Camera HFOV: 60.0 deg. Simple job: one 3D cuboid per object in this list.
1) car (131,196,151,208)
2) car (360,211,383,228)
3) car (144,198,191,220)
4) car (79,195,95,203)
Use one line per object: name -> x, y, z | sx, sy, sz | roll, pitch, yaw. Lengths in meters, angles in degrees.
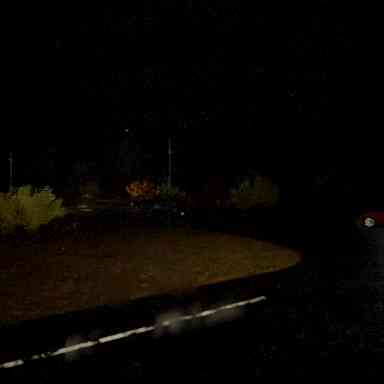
car -> -6.706, 1.360, 46.039 | 1.882, 1.535, 5.008 | 0, 0, -37
car -> 12.877, 1.526, 20.172 | 1.882, 1.535, 5.008 | 0, 0, -37
car -> -1.950, 1.520, 28.169 | 1.994, 1.385, 4.181 | 0, 0, -37
car -> -20.171, 1.250, 63.817 | 2.128, 1.511, 4.902 | 0, 0, -37
